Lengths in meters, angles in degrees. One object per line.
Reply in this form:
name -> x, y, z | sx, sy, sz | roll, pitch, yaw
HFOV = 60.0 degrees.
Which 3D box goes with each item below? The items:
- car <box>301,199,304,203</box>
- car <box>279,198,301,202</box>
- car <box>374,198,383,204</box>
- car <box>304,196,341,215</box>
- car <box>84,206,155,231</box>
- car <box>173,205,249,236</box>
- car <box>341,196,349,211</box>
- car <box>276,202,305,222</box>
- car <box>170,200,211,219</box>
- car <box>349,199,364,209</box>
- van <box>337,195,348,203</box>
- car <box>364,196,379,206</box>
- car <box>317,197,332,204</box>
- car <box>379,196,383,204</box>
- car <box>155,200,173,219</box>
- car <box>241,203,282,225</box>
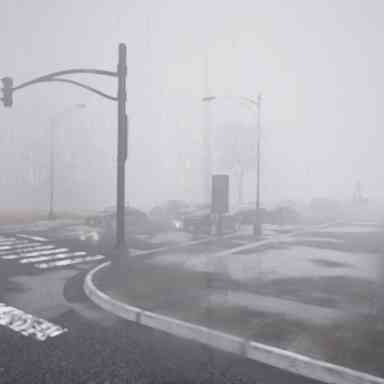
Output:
car -> 17.836, 1.713, 56.240 | 1.752, 1.417, 4.829 | 1, 0, 36
car -> 12.671, 1.697, 44.718 | 1.812, 1.442, 4.674 | 1, 0, 37
car -> 44.386, 2.042, 78.287 | 2.008, 1.369, 4.403 | 1, 0, 36
car -> 14.922, 1.562, 37.944 | 2.192, 1.841, 5.009 | 1, 0, 36
car -> -4.681, 1.595, 21.135 | 1.994, 1.385, 4.181 | 1, 0, 36
car -> 1.242, 1.688, 19.209 | 2.008, 1.369, 4.403 | 1, 0, 36
car -> 18.176, 1.714, 42.441 | 1.967, 1.590, 4.097 | 1, 0, 36
car -> 7.722, 1.771, 28.051 | 1.802, 1.307, 4.206 | 1, 0, 36
car -> 0.860, 1.623, 28.691 | 2.033, 1.411, 5.357 | 1, 0, 36
car -> 24.697, 1.767, 51.424 | 1.967, 1.590, 4.097 | 1, 0, 36
van -> 37.629, 1.694, 83.239 | 1.690, 1.788, 3.998 | 1, 0, 36
car -> 34.642, 1.935, 64.992 | 1.752, 1.417, 4.829 | 1, 0, 36
car -> 27.782, 1.836, 69.807 | 1.947, 1.339, 4.313 | 1, 0, 36
car -> 41.107, 1.779, 73.809 | 2.192, 1.841, 5.009 | 1, 0, 36
car -> -1.856, 1.466, 29.591 | 1.967, 1.590, 4.097 | 1, 0, 36
car -> 4.483, 1.729, 23.631 | 1.947, 1.339, 4.313 | 1, 0, 36
